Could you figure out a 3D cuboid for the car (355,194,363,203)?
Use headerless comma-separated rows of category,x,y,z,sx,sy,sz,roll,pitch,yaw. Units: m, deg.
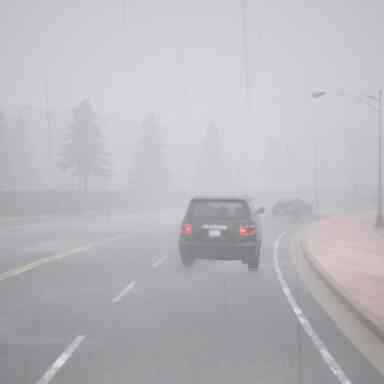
car,27.747,0.636,50.692,5.566,2.045,2.150,0,0,-13

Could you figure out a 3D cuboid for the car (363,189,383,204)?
car,27.707,0.677,47.066,5.566,2.045,2.150,0,0,-14

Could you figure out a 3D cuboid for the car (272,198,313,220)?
car,7.715,1.199,25.309,2.128,1.511,4.902,0,1,35

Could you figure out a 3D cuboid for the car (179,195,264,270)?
car,1.130,1.094,10.859,2.150,2.045,5.566,0,0,12
